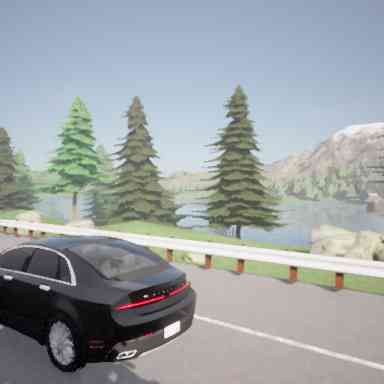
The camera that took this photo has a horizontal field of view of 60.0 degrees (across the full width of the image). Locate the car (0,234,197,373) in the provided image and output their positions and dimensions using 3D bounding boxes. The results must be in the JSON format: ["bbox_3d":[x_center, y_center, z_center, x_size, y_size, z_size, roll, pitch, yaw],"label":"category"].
[{"bbox_3d":[-2.202,1.495,5.673,4.892,1.490,1.837,0,0,36],"label":"car"}]
